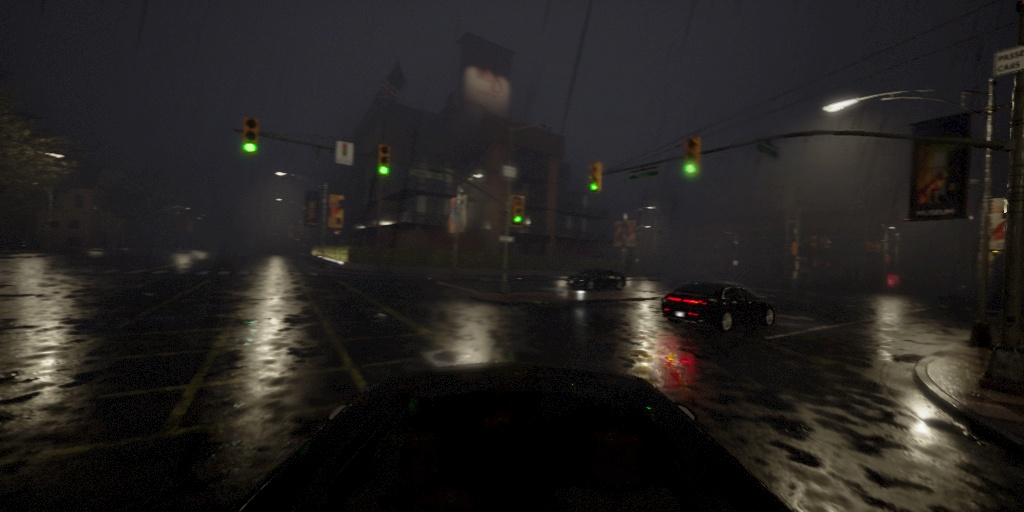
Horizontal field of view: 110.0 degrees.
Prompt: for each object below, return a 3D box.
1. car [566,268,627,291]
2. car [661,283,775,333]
[{"bbox_3d":[6.014,1.599,25.403,4.892,1.490,1.837,3,0,-33],"label":"car"},{"bbox_3d":[7.193,1.701,12.357,4.892,1.490,1.837,5,-1,-33],"label":"car"}]
